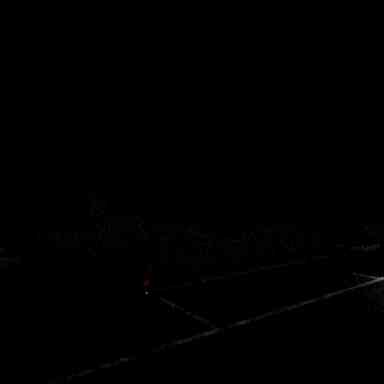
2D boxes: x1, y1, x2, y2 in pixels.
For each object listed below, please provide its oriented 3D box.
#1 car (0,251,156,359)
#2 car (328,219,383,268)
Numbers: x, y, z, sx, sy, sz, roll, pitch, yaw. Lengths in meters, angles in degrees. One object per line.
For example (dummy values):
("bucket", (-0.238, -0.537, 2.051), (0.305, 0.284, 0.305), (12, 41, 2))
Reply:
("car", (-2.552, 1.583, 4.828), (4.206, 1.307, 1.802), (0, 0, -36))
("car", (6.333, 1.580, 11.166), (4.206, 1.307, 1.802), (0, 0, -36))
